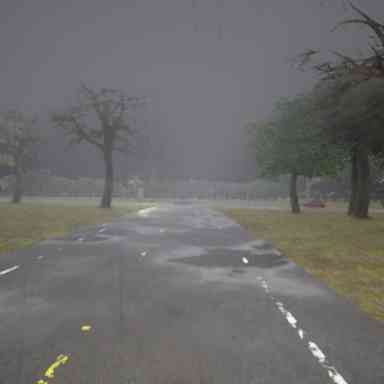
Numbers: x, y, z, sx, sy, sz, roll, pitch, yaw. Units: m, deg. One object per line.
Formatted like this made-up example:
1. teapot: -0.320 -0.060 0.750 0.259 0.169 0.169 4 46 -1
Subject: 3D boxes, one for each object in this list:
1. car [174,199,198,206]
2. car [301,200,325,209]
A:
1. car: -1.440 2.352 73.949 5.357 1.411 2.033 2 0 0
2. car: 29.416 2.930 80.781 5.566 2.045 2.150 2 0 0
